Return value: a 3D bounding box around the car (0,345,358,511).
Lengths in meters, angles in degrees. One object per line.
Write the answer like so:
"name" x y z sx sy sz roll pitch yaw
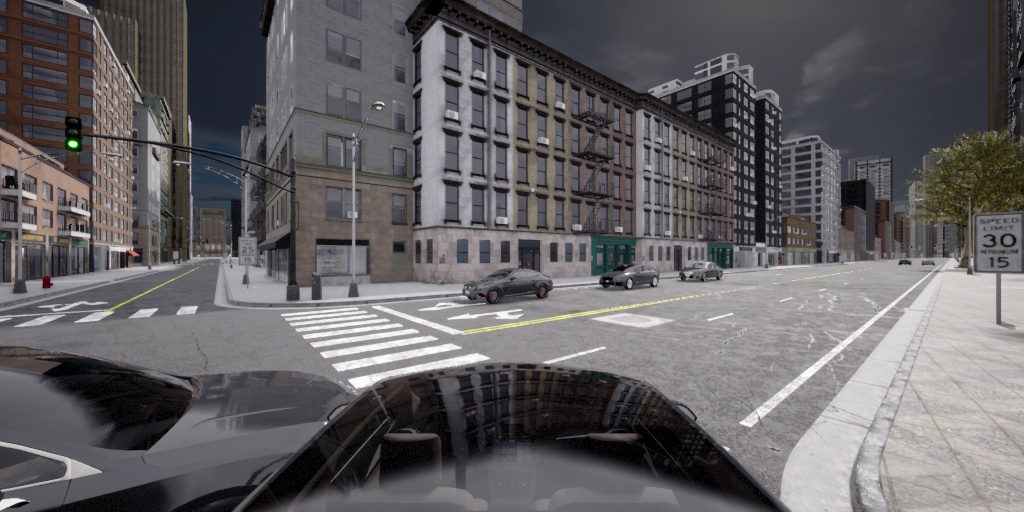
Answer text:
"car" -3.227 1.257 1.739 4.892 1.490 1.837 0 0 -35

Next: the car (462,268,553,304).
"car" -0.087 1.286 16.720 4.674 1.442 1.812 0 0 -39

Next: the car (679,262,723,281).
"car" 15.576 1.236 29.462 4.902 1.511 2.128 0 0 -39

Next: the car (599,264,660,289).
"car" 7.586 1.258 22.968 4.892 1.490 1.837 0 0 -39
